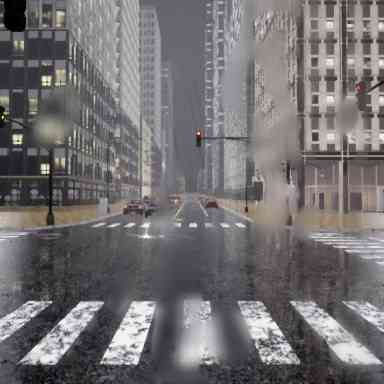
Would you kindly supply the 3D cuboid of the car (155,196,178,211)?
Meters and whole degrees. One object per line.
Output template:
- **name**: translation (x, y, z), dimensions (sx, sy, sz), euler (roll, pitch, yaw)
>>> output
- **car**: translation (-3.132, 1.562, 39.879), dimensions (2.033, 1.411, 5.357), euler (0, 0, 0)

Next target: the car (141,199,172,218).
- **car**: translation (-3.127, 1.612, 30.313), dimensions (1.895, 1.301, 4.718), euler (0, 0, 0)

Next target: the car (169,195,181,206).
- **car**: translation (-3.135, 1.371, 49.908), dimensions (2.097, 1.767, 4.553), euler (0, 0, 0)

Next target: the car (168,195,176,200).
- **car**: translation (-5.764, 1.605, 95.144), dimensions (1.947, 1.339, 4.313), euler (1, 0, 0)

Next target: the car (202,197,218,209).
- **car**: translation (2.662, 1.599, 45.037), dimensions (1.802, 1.307, 4.206), euler (1, 0, 0)

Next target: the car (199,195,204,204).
- **car**: translation (2.653, 1.547, 56.362), dimensions (1.752, 1.417, 4.829), euler (1, 0, 0)

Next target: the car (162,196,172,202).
- **car**: translation (-5.748, 1.582, 78.418), dimensions (2.008, 1.369, 4.403), euler (1, 0, 0)

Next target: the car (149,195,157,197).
- **car**: translation (-5.713, 1.332, 44.967), dimensions (2.192, 1.841, 5.009), euler (1, 0, 0)

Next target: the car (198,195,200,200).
- **car**: translation (2.647, 1.590, 61.770), dimensions (1.947, 1.339, 4.313), euler (1, 0, 0)

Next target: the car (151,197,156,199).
- **car**: translation (-5.713, 1.597, 39.392), dimensions (1.802, 1.307, 4.206), euler (1, 0, 0)

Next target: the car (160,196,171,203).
- **car**: translation (-5.743, 1.573, 72.843), dimensions (1.887, 1.381, 4.507), euler (1, 0, 0)

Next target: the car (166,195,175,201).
- **car**: translation (-5.758, 1.587, 89.568), dimensions (2.008, 1.369, 4.403), euler (1, 0, 0)

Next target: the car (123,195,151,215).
- **car**: translation (-5.705, 1.453, 33.817), dimensions (1.967, 1.590, 4.097), euler (1, 0, 0)
